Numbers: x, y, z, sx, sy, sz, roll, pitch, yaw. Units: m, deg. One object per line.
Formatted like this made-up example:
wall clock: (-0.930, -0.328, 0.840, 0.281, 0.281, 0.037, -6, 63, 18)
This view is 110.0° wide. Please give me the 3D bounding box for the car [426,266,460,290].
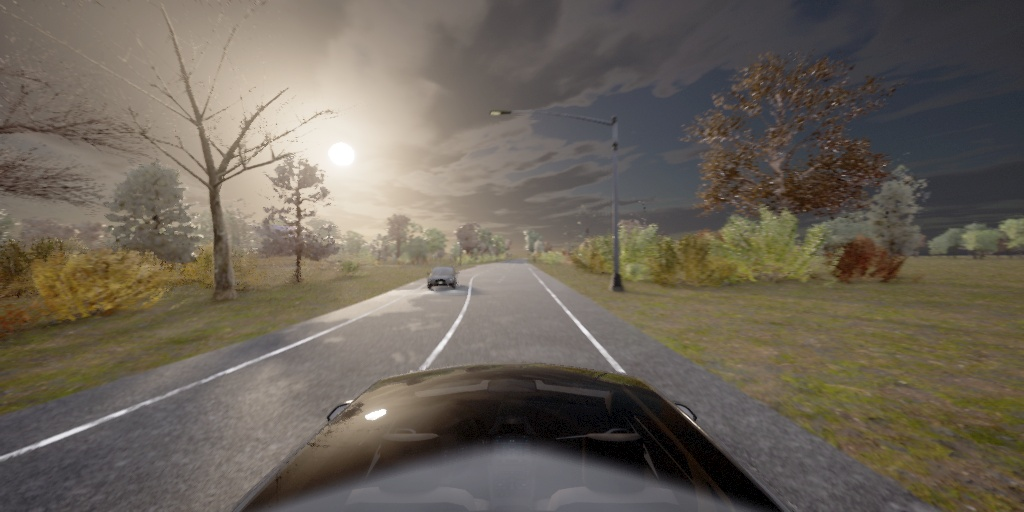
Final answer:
car: (-4.672, 1.452, 24.645, 1.837, 1.490, 4.892, -1, -1, -6)
